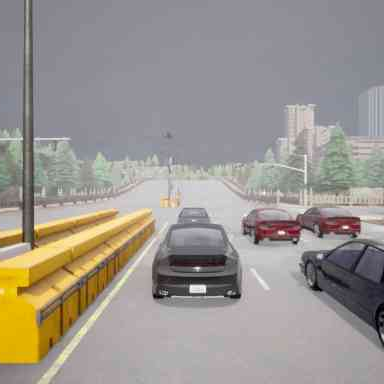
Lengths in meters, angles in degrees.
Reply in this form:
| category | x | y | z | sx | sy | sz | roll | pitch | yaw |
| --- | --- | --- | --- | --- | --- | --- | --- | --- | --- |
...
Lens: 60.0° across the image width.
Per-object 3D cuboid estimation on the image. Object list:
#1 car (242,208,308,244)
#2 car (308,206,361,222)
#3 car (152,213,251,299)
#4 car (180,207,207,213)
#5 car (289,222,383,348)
| category | x | y | z | sx | sy | sz | roll | pitch | yaw |
| --- | --- | --- | --- | --- | --- | --- | --- | --- | --- |
| car | 3.589 | 1.478 | 15.805 | 1.882 | 1.535 | 5.008 | 0 | 0 | 0 |
| car | 7.087 | 1.478 | 17.815 | 1.882 | 1.535 | 5.008 | 0 | 0 | 0 |
| car | 0.097 | 1.505 | 8.440 | 1.837 | 1.490 | 4.892 | 0 | 0 | 0 |
| car | 0.087 | 1.548 | 18.246 | 2.033 | 1.411 | 5.357 | 0 | 0 | 0 |
| car | 3.591 | 1.547 | 5.892 | 2.033 | 1.411 | 5.357 | 0 | 0 | 0 |
